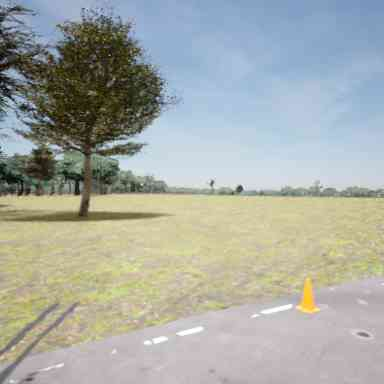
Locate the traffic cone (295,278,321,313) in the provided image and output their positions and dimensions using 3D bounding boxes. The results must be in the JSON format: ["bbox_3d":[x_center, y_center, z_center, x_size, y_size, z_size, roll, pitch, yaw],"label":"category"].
[{"bbox_3d":[2.185,1.909,6.254,0.340,0.580,0.340,0,0,-30],"label":"traffic cone"}]
